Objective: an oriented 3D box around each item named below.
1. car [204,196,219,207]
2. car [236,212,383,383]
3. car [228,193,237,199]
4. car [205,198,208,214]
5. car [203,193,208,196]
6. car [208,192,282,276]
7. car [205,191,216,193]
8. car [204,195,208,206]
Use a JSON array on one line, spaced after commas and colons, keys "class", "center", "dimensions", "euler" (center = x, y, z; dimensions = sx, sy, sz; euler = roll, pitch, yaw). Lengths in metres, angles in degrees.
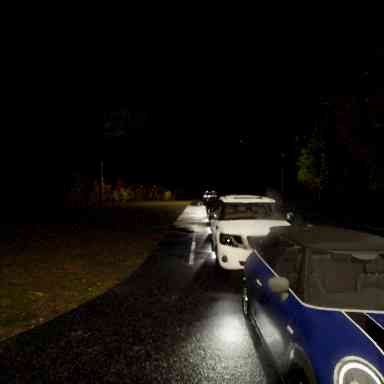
[{"class": "car", "center": [2.760, 1.307, 47.975], "dimensions": [1.994, 1.385, 4.181], "euler": [0, 0, 3]}, {"class": "car", "center": [1.941, 1.337, 4.126], "dimensions": [2.097, 1.767, 4.553], "euler": [0, 0, 0]}, {"class": "car", "center": [10.755, 1.040, 87.944], "dimensions": [1.812, 1.442, 4.674], "euler": [0, 0, 1]}, {"class": "car", "center": [2.062, 1.376, 23.059], "dimensions": [1.837, 1.490, 4.892], "euler": [0, 0, 2]}, {"class": "car", "center": [2.558, 1.268, 41.567], "dimensions": [2.128, 1.511, 4.902], "euler": [0, 0, 2]}, {"class": "car", "center": [1.745, 1.158, 10.473], "dimensions": [2.150, 2.045, 5.566], "euler": [0, 0, 1]}, {"class": "car", "center": [2.964, 0.929, 54.408], "dimensions": [2.150, 2.045, 5.566], "euler": [0, 0, 3]}, {"class": "car", "center": [2.224, 1.317, 29.313], "dimensions": [1.882, 1.535, 5.008], "euler": [0, 0, 2]}]
